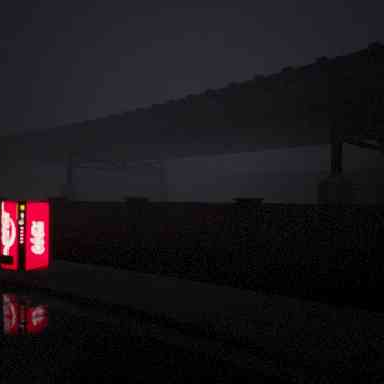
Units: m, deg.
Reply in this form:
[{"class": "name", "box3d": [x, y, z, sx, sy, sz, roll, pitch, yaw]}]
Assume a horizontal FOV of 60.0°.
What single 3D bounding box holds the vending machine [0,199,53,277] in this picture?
[{"class": "vending machine", "box3d": [-4.841, 1.247, 9.702, 0.880, 2.100, 1.100, 0, -1, 30]}]
